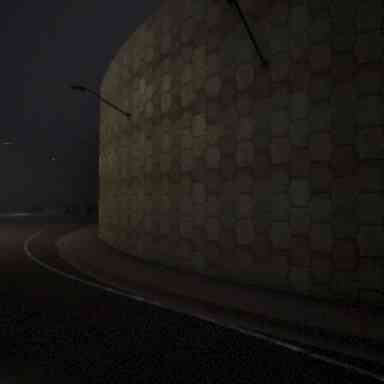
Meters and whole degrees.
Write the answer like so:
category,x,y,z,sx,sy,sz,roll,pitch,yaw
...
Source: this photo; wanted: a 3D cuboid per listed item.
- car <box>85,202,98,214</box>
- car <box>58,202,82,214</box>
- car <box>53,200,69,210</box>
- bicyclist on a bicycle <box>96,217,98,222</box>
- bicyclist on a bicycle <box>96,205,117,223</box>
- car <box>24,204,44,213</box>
category,x,y,z,sx,sy,sz,roll,pitch,yaw
car,-15.781,2.814,54.313,2.033,1.411,5.357,0,-2,-4
car,-19.197,2.771,53.297,2.033,1.411,5.357,0,-1,-5
car,-27.983,2.844,71.641,2.150,2.045,5.566,0,-1,-5
bicyclist on a bicycle,-7.891,2.008,29.740,1.656,1.620,0.582,-1,-3,24
bicyclist on a bicycle,-7.793,2.011,30.341,1.656,1.620,0.582,2,-3,-34
car,-26.619,2.747,56.102,2.128,1.511,4.902,0,-1,-5
